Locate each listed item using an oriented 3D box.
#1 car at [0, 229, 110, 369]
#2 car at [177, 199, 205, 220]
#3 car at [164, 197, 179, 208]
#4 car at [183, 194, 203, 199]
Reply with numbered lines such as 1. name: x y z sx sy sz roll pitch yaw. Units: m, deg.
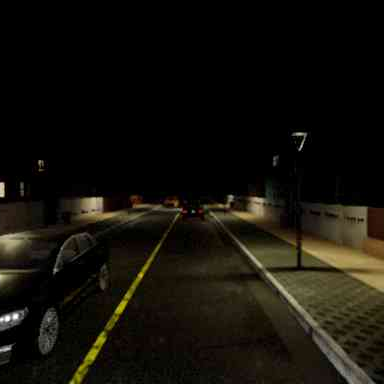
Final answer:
1. car: -2.853 1.490 6.018 2.128 1.511 4.902 0 0 0
2. car: 0.085 1.545 27.807 2.033 1.411 5.357 0 0 0
3. car: -2.858 1.475 47.099 1.882 1.535 5.008 0 0 0
4. car: 0.075 1.222 39.640 2.150 2.045 5.566 0 0 0
